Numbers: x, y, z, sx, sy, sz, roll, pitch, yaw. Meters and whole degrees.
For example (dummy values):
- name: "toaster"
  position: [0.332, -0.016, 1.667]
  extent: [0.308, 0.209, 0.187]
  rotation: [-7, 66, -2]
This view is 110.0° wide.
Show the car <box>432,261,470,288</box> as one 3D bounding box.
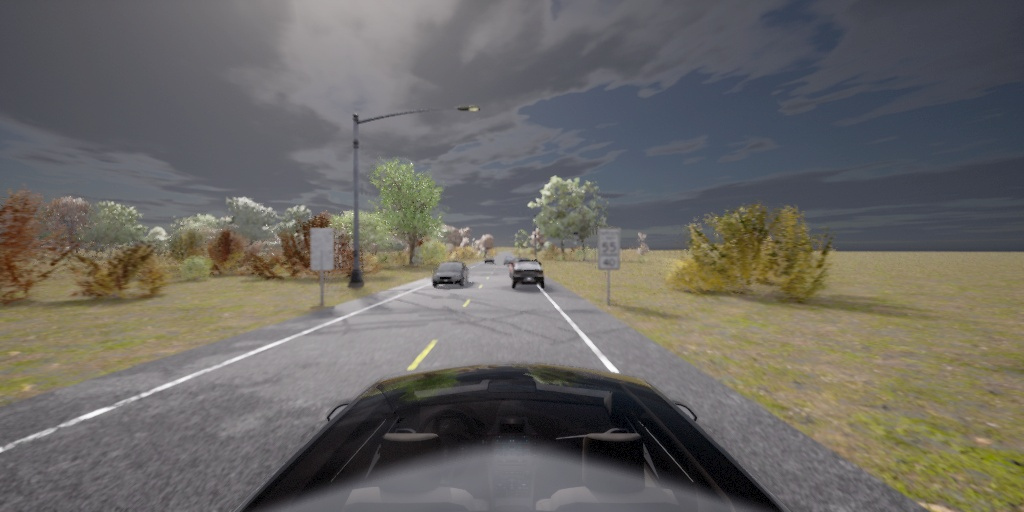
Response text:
- name: "car"
  position: [-3.737, 1.104, 22.563]
  extent: [1.837, 1.490, 4.892]
  rotation: [0, 0, 0]

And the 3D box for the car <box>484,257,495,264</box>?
- name: "car"
  position: [-4.053, 0.834, 65.144]
  extent: [1.895, 1.301, 4.718]
  rotation: [0, 1, 0]

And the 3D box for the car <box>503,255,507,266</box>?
- name: "car"
  position: [-0.459, 0.837, 58.771]
  extent: [2.033, 1.411, 5.357]
  rotation: [0, 1, 0]

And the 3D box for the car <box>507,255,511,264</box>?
- name: "car"
  position: [0.814, 0.869, 32.024]
  extent: [2.097, 1.767, 4.553]
  rotation: [0, 0, -1]

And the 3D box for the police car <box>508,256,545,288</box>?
- name: "police car"
  position: [0.907, 1.021, 22.164]
  extent: [1.930, 1.638, 5.238]
  rotation: [0, 0, -1]
